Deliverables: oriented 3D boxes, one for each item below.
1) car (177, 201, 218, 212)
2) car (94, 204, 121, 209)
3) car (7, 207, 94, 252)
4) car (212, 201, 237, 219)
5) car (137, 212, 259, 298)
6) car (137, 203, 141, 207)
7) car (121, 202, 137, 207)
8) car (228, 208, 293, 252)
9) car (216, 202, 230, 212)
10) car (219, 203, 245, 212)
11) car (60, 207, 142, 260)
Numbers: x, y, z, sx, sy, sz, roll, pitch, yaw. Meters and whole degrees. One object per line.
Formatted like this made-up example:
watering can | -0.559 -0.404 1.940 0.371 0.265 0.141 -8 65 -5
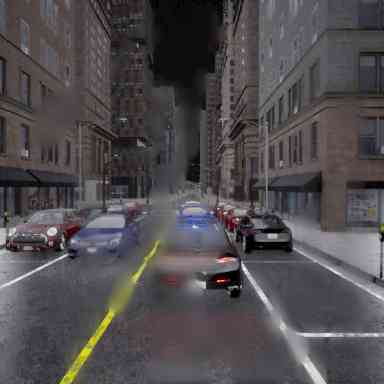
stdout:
car | 0.159 1.476 18.018 1.882 1.535 5.008 0 0 0
car | -5.711 1.565 19.113 1.947 1.339 4.313 -1 0 0
car | -5.731 1.439 13.608 1.967 1.590 4.097 -1 0 0
car | 2.850 1.544 30.095 1.887 1.381 4.507 -1 0 0
car | 0.126 1.490 8.513 2.128 1.511 4.902 0 0 0
car | -5.675 1.544 30.124 1.887 1.381 4.507 -1 0 0
car | -5.693 1.550 24.618 2.008 1.369 4.403 -1 0 0
car | 2.796 1.564 13.580 1.947 1.339 4.313 -1 0 0
car | 2.832 1.544 24.590 1.887 1.381 4.507 -1 0 0
car | 2.814 1.543 19.084 1.887 1.381 4.507 -1 0 0
car | -3.053 1.524 12.516 1.812 1.442 4.674 0 0 0
